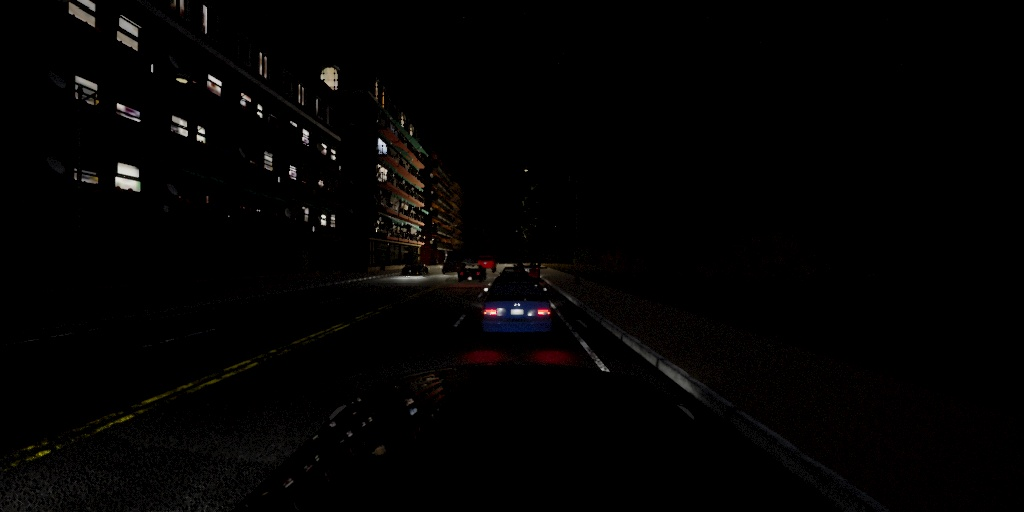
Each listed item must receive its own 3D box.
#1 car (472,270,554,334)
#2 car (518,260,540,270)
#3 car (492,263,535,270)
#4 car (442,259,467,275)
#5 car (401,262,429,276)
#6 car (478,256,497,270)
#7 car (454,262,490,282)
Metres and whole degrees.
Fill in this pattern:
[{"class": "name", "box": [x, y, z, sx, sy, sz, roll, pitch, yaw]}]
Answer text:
[{"class": "car", "box": [0.110, 1.299, 10.534, 2.033, 1.411, 5.357, 0, 0, 0]}, {"class": "car", "box": [1.167, 1.105, 29.802, 2.097, 1.767, 4.553, 0, 0, 0]}, {"class": "car", "box": [0.113, 1.317, 20.867, 1.994, 1.385, 4.181, 0, 0, 1]}, {"class": "car", "box": [-6.561, 1.231, 40.036, 1.882, 1.535, 5.008, 0, 0, 0]}, {"class": "car", "box": [-9.815, 1.318, 36.510, 1.994, 1.385, 4.181, 0, 0, 0]}, {"class": "car", "box": [-3.115, 0.976, 45.070, 2.150, 2.045, 5.566, 0, 0, 1]}, {"class": "car", "box": [-3.122, 1.354, 28.886, 1.895, 1.301, 4.718, 0, 0, 0]}]
